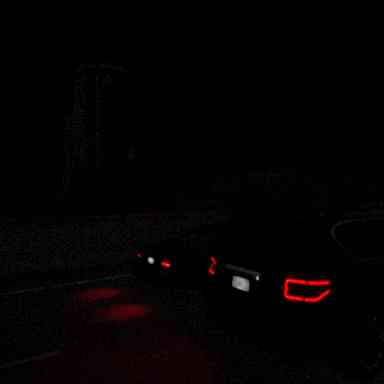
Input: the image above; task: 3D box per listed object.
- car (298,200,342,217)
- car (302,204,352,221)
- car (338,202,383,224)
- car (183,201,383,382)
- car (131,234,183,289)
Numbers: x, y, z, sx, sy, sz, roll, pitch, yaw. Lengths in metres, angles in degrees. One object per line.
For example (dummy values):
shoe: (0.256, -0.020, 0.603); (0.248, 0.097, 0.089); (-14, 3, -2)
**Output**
car: (13.606, 1.690, 35.204); (5.008, 1.535, 1.882); (0, 0, -36)
car: (12.154, 1.785, 29.838); (4.718, 1.301, 1.895); (0, 0, -36)
car: (14.127, 1.661, 26.954); (5.008, 1.535, 1.882); (0, 0, -36)
car: (2.796, 1.259, 5.734); (5.566, 2.045, 2.150); (0, 0, -35)
car: (1.126, 1.588, 8.843); (5.357, 1.411, 2.033); (0, 0, -35)
